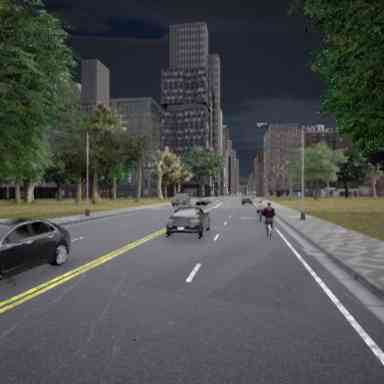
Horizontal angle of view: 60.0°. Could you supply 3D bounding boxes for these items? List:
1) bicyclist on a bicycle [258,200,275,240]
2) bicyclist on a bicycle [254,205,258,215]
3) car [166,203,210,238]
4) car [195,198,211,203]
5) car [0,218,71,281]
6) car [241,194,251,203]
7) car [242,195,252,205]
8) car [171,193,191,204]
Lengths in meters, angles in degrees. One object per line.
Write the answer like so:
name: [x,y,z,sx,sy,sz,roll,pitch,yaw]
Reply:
bicyclist on a bicycle: [3.671,1.365,15.898,0.659,1.776,1.843,0,0,9]
bicyclist on a bicycle: [5.140,1.435,25.043,0.866,1.612,1.509,0,0,9]
car: [-0.143,1.520,17.739,1.812,1.442,4.674,0,0,9]
car: [1.675,1.634,50.667,1.895,1.301,4.718,0,0,9]
car: [-5.058,1.499,8.811,1.837,1.490,4.892,0,0,9]
car: [11.979,1.439,73.251,2.097,1.767,4.553,0,0,9]
car: [9.990,1.559,60.244,1.837,1.490,4.892,0,0,9]
car: [-1.607,1.253,50.717,2.150,2.045,5.566,0,0,9]
